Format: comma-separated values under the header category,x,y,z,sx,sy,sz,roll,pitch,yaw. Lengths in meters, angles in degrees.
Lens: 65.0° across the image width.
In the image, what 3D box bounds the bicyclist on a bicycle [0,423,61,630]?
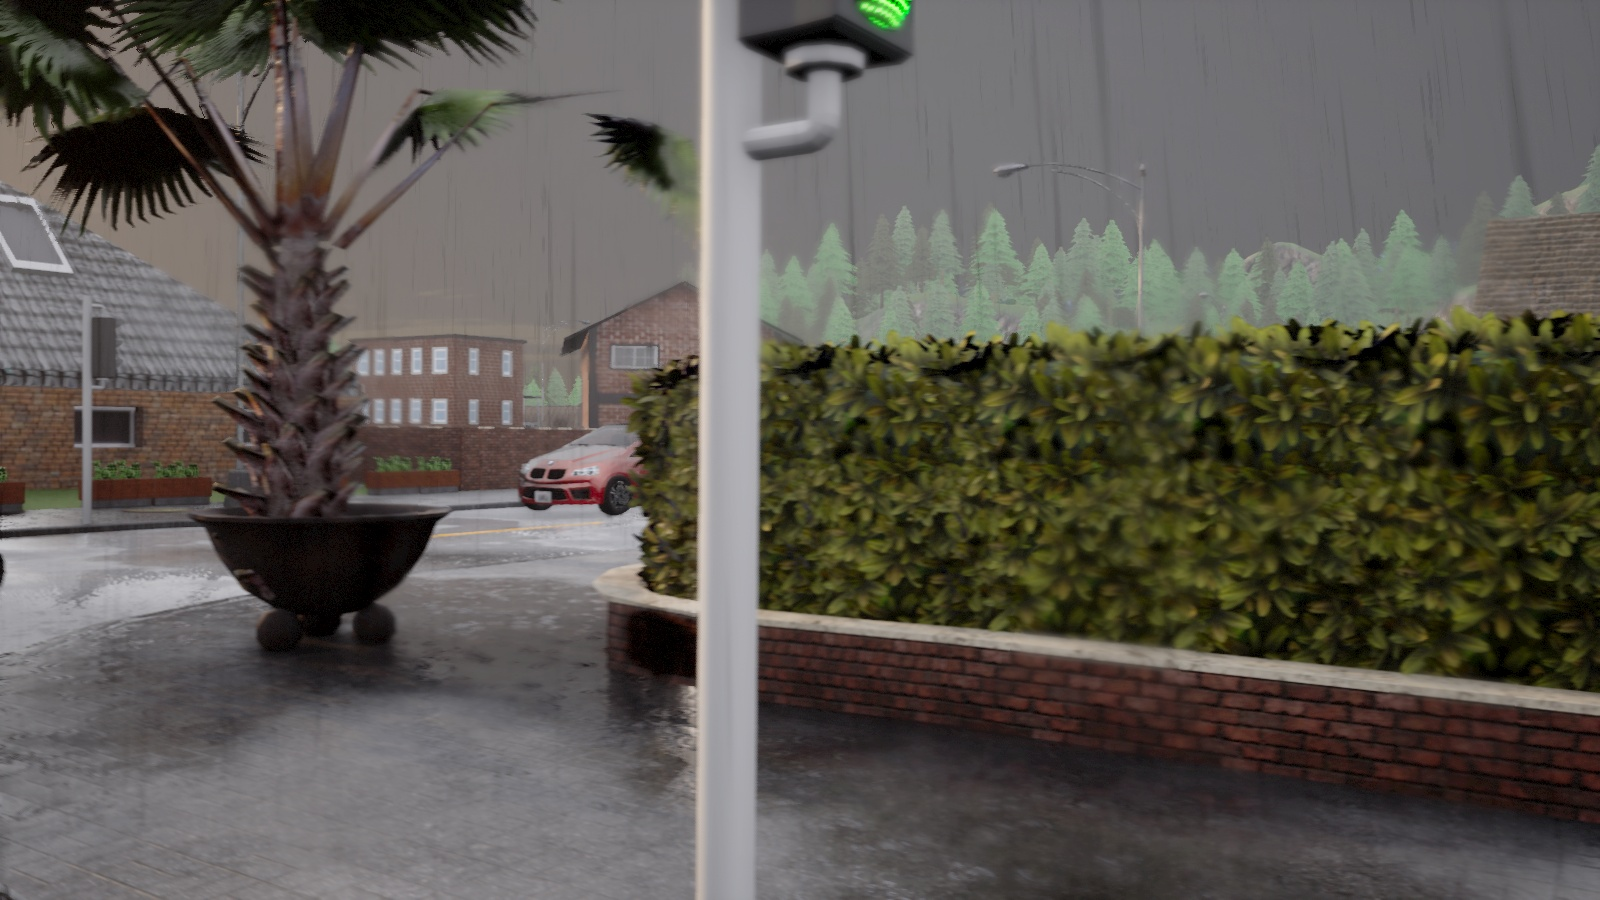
category,x,y,z,sx,sy,sz,roll,pitch,yaw
bicyclist on a bicycle,-6.755,0.596,9.779,0.866,1.612,1.509,3,2,16

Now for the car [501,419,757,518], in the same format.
category,x,y,z,sx,sy,sz,roll,pitch,yaw
car,-3.104,0.281,23.720,2.242,1.667,4.611,0,1,35
